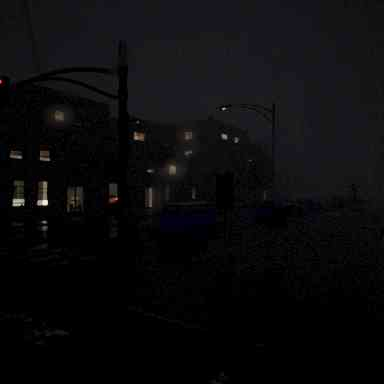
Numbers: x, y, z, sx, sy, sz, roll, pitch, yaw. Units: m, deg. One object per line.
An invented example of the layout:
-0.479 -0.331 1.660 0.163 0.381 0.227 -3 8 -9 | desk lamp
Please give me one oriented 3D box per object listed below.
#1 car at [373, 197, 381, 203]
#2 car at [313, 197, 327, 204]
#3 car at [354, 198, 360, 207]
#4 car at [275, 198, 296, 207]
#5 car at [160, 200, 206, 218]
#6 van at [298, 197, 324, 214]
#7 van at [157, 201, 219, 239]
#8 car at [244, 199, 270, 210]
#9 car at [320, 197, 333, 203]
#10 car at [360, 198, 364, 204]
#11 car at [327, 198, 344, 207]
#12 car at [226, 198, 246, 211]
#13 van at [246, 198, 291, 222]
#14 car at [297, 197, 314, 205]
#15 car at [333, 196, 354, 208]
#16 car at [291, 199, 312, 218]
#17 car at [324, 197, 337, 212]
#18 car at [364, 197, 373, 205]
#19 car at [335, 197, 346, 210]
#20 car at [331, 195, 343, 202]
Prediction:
44.231 1.899 80.963 1.947 1.339 4.313 0 0 35 | car
27.776 1.728 72.078 1.752 1.417 4.829 0 0 35 | car
25.226 1.516 53.828 2.192 1.841 5.009 0 0 35 | car
15.203 1.665 54.127 1.887 1.381 4.507 0 0 35 | car
-0.734 1.558 31.374 1.752 1.417 4.829 0 0 35 | car
12.554 1.469 35.736 1.690 1.788 3.998 0 0 35 | van
-0.117 1.406 17.646 1.690 1.788 3.998 0 0 35 | van
8.867 1.629 45.082 1.887 1.381 4.507 0 0 35 | car
31.041 1.792 76.740 1.947 1.339 4.313 0 0 35 | car
28.490 1.748 58.489 1.752 1.417 4.829 0 0 35 | car
25.091 1.796 58.146 1.895 1.301 4.718 1 0 35 | car
5.700 1.506 40.560 1.967 1.590 4.097 0 0 35 | car
6.218 1.436 26.691 1.690 1.788 3.998 0 0 35 | van
21.538 1.705 63.172 1.887 1.381 4.507 0 0 35 | car
22.058 1.497 49.305 2.192 1.841 5.009 0 0 35 | car
9.385 1.655 31.213 1.887 1.381 4.507 0 0 35 | car
15.819 1.671 40.399 1.752 1.417 4.829 0 0 35 | car
34.728 1.809 67.395 1.887 1.381 4.507 0 0 35 | car
18.888 1.729 44.781 1.947 1.339 4.313 0 0 35 | car
37.377 1.712 85.785 1.967 1.590 4.097 0 0 35 | car
